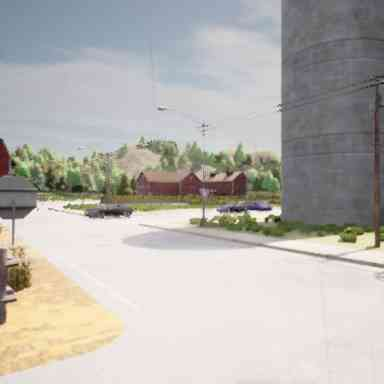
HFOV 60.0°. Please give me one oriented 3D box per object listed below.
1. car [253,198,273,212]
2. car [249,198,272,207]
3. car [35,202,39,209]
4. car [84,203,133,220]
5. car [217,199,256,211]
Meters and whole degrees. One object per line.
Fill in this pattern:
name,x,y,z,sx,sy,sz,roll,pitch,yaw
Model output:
car,10.218,2.144,50.898,2.242,1.667,4.611,1,-1,-34
car,14.257,2.220,69.762,1.932,1.855,4.605,1,-1,-34
car,-26.003,2.058,53.799,1.812,1.442,4.674,0,0,-28
car,-8.071,1.851,32.449,4.902,1.511,2.128,1,-1,-45
car,5.325,2.032,42.476,4.902,1.511,2.128,1,-1,-35
